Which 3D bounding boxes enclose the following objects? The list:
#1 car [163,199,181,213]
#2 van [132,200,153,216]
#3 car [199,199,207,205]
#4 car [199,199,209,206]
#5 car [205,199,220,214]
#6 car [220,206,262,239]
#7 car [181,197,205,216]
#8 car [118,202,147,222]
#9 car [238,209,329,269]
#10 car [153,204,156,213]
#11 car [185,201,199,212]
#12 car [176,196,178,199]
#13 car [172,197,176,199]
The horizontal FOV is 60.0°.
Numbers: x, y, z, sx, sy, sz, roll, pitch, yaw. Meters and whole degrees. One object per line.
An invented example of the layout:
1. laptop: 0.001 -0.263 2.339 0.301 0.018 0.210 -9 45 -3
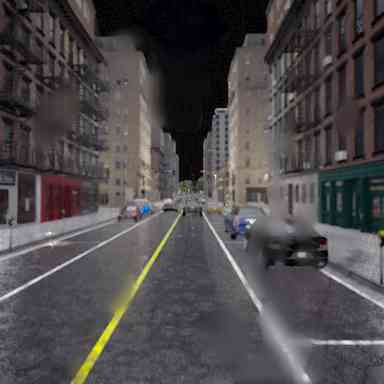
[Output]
1. car: -2.800 1.969 44.253 2.033 1.411 5.357 0 -1 0
2. van: -5.398 1.673 34.816 1.690 1.788 3.998 0 -1 0
3. car: 2.623 2.326 78.184 1.802 1.307 4.206 0 -1 0
4. car: 2.624 2.242 72.503 2.008 1.369 4.403 0 -1 0
5. car: 2.637 1.910 40.393 1.752 1.417 4.829 0 -1 0
6. car: 2.984 1.530 18.565 2.097 1.767 4.553 0 -1 0
7. car: 0.071 1.707 37.219 2.097 1.767 4.553 0 -1 0
8. car: -5.398 1.862 29.408 1.802 1.307 4.206 0 -1 0
9. car: 3.012 1.589 11.594 1.882 1.535 5.008 0 -1 0
10. car: -5.397 1.934 40.220 2.008 1.369 4.403 0 -1 0
11. car: 0.010 2.012 46.965 1.994 1.385 4.181 0 -1 0
12. car: -5.404 2.417 89.543 1.947 1.339 4.313 0 -1 0
13. car: -5.402 2.268 78.012 1.752 1.417 4.829 0 -1 0
